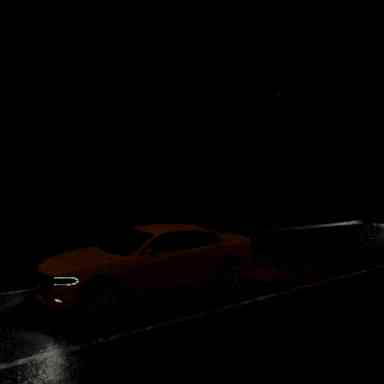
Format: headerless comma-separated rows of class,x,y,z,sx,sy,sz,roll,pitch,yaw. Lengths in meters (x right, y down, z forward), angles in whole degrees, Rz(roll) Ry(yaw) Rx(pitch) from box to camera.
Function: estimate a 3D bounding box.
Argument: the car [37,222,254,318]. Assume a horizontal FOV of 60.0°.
car,-0.803,1.487,7.606,5.008,1.535,1.882,0,0,-35
